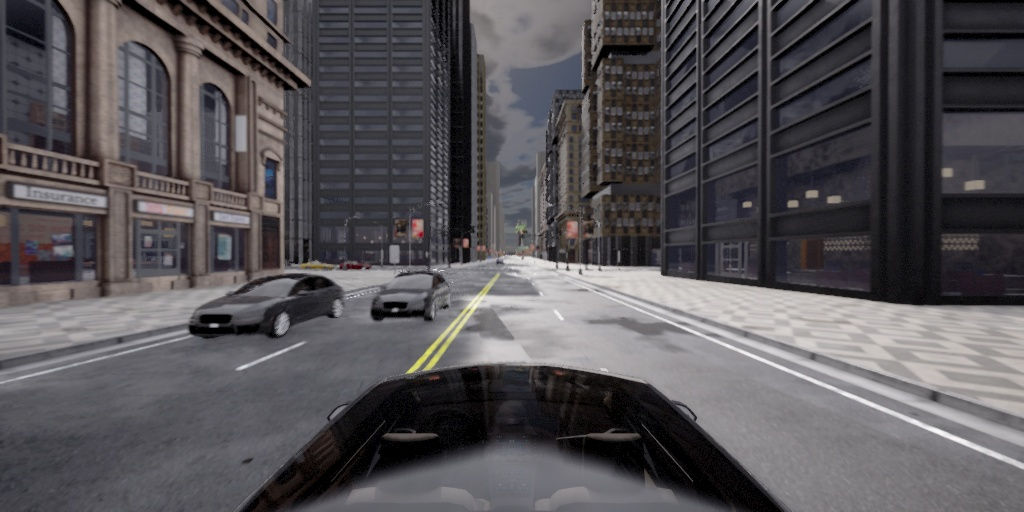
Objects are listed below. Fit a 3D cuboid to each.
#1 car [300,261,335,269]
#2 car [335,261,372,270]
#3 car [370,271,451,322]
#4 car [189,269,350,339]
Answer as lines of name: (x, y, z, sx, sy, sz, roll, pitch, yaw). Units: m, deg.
car: (-28.256, 1.355, 52.409, 4.829, 1.417, 1.751, 0, 0, 0)
car: (-22.801, 1.420, 52.443, 4.507, 1.381, 1.888, 0, 0, 0)
car: (-3.353, 1.312, 12.696, 1.837, 1.490, 4.892, 0, 0, 0)
car: (-6.603, 1.300, 10.371, 1.837, 1.490, 4.892, 0, 0, 0)
